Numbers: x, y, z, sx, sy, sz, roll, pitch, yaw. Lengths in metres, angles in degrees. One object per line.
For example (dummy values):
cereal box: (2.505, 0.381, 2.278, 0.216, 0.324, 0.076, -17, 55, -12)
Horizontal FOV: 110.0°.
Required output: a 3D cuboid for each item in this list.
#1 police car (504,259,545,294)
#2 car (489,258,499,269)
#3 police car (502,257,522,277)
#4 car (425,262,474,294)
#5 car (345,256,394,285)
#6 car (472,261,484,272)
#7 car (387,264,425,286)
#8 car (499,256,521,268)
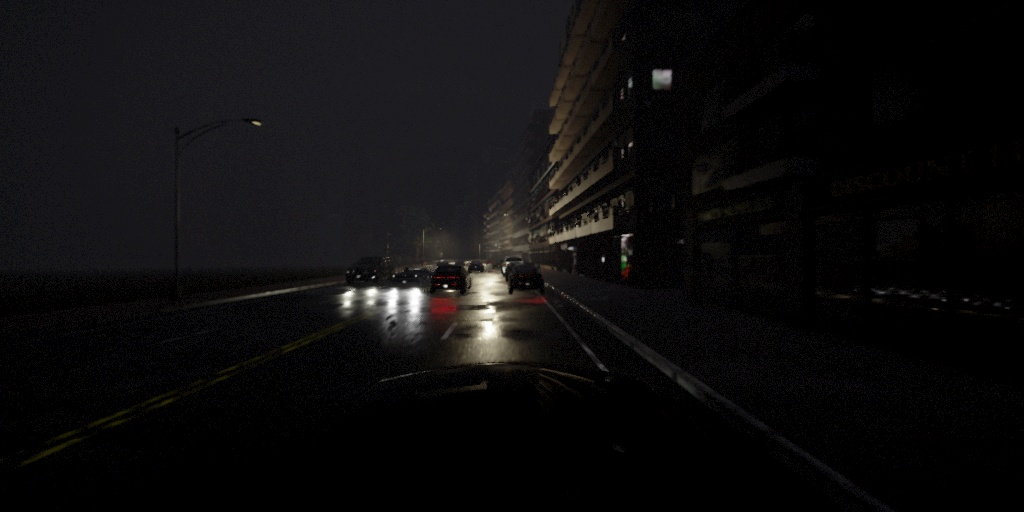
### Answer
police car: (0.716, 1.180, 20.486, 1.930, 1.638, 5.238, 0, 0, -2)
car: (-2.142, 1.308, 55.638, 1.812, 1.442, 4.674, 0, 0, -5)
police car: (0.355, 1.185, 30.567, 1.930, 1.638, 5.238, 0, 0, -2)
car: (-3.424, 1.269, 20.543, 1.837, 1.490, 4.892, 0, 0, -2)
car: (-10.325, 1.004, 26.646, 2.150, 2.045, 5.566, 0, 0, -2)
car: (-4.709, 1.344, 47.060, 1.994, 1.385, 4.181, 0, 0, -4)
car: (-7.031, 1.374, 25.438, 1.895, 1.301, 4.718, 0, 0, -2)
car: (0.070, 0.988, 36.533, 2.150, 2.045, 5.566, 0, 0, -3)
